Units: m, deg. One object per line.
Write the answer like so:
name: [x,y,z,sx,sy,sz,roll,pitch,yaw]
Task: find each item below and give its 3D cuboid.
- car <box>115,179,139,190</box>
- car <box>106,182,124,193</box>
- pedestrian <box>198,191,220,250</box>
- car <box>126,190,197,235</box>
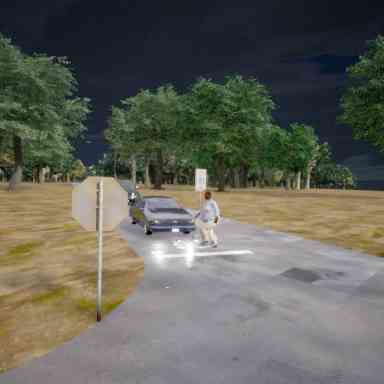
car: [-5.295,0.084,24.484,2.150,2.045,5.566,1,2,-21]
car: [-11.410,-0.736,49.157,1.837,1.490,4.892,1,2,-21]
pedestrian: [0.523,0.865,10.429,0.375,1.860,0.375,4,-1,-21]
car: [-1.523,0.895,14.684,2.033,1.411,5.357,1,2,-21]
